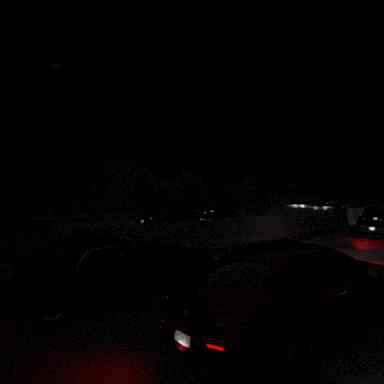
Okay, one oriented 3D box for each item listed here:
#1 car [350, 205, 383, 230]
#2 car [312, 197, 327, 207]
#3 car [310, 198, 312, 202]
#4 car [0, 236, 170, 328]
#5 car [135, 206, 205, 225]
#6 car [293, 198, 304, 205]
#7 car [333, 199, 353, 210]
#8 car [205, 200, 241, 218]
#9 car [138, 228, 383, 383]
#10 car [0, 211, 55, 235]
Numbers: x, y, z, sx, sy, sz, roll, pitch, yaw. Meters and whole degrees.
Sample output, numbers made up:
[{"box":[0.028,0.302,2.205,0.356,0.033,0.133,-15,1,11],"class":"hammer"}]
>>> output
[{"box":[10.470,1.528,18.021,1.837,1.490,4.892,0,0,43],"class":"car"},{"box":[21.705,1.731,56.262,1.812,1.442,4.674,0,-1,20],"class":"car"},{"box":[30.413,1.882,81.172,2.033,1.411,5.357,0,0,3],"class":"car"},{"box":[-1.752,1.601,7.021,4.718,1.301,1.895,0,0,-36],"class":"car"},{"box":[-1.509,1.585,21.146,4.181,1.385,1.994,0,0,-44],"class":"car"},{"box":[21.133,1.870,65.920,1.895,1.301,4.718,0,0,15],"class":"car"},{"box":[19.289,1.629,42.354,1.837,1.490,4.892,0,0,28],"class":"car"},{"box":[2.695,1.562,30.507,1.837,1.490,4.892,0,0,40],"class":"car"},{"box":[1.695,1.527,5.293,4.674,1.442,1.812,0,0,-38],"class":"car"},{"box":[-7.482,1.478,11.713,5.008,1.535,1.882,0,0,-36],"class":"car"}]
